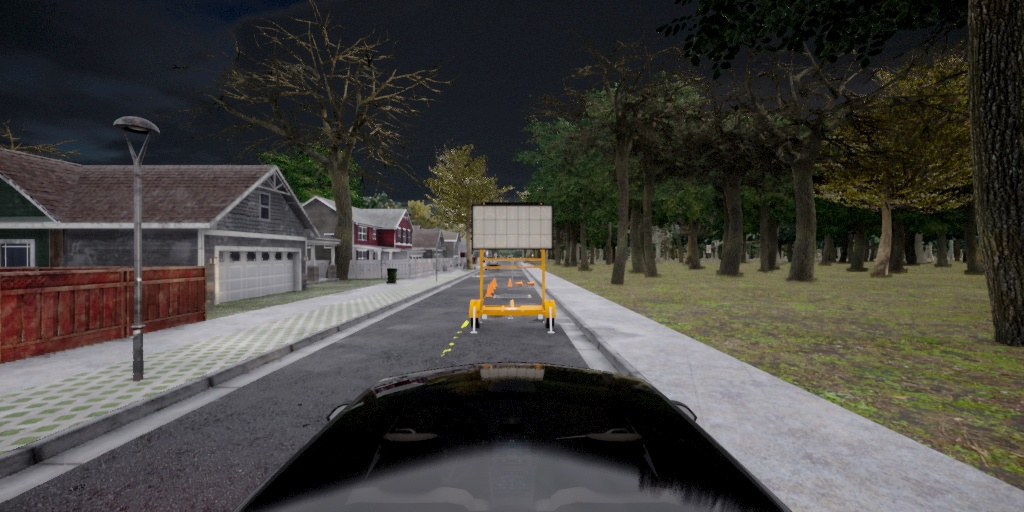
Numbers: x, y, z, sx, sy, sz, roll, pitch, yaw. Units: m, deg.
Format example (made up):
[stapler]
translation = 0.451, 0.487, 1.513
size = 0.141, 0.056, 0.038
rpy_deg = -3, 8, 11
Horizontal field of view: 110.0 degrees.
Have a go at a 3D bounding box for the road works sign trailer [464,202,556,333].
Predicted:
[road works sign trailer]
translation = 0.015, 0.214, 10.684
size = 2.380, 3.560, 2.880
rpy_deg = 0, 0, 0

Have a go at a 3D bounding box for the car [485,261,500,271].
[car]
translation = -2.676, 1.366, 48.713
size = 1.895, 1.301, 4.718
rpy_deg = 0, 0, 0
